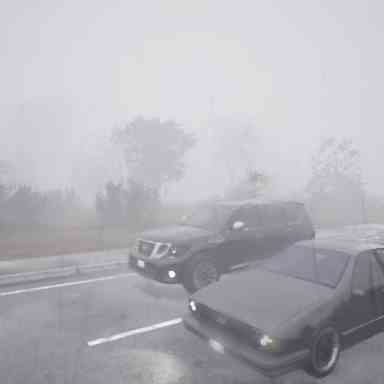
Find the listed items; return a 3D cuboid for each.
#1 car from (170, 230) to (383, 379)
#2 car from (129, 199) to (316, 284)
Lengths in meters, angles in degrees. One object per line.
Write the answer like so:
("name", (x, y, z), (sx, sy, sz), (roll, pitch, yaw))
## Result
("car", (2.481, 1.574, 5.755), (5.357, 1.411, 2.033), (0, 0, -35))
("car", (1.104, 1.250, 9.072), (5.566, 2.045, 2.150), (0, 0, -36))
